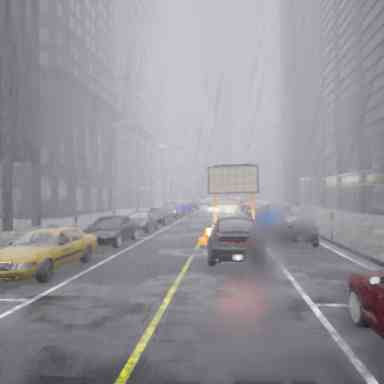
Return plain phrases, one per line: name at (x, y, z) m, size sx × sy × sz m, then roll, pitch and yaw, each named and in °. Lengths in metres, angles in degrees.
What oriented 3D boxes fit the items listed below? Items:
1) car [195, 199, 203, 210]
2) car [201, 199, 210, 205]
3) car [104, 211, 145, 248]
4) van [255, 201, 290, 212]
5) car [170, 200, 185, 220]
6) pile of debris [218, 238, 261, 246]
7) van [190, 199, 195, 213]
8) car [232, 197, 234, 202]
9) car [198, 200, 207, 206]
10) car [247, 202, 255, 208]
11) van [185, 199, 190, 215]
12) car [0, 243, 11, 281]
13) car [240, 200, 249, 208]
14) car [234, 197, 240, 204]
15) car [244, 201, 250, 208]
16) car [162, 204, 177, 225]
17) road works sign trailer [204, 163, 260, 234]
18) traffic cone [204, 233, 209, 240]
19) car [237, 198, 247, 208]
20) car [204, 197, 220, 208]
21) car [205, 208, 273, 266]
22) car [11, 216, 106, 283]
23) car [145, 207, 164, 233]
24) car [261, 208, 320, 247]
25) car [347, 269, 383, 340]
car at (0.164, 2.012, 55.425) m, size 2.192 × 1.841 × 5.009 m, roll -1°, pitch -1°, yaw 6°
car at (3.662, 2.660, 89.059) m, size 1.947 × 1.339 × 4.313 m, roll -1°, pitch -1°, yaw 6°
car at (-3.906, 1.828, 16.180) m, size 1.947 × 1.339 × 4.313 m, roll -1°, pitch -1°, yaw 6°
van at (5.152, 1.512, 20.927) m, size 1.690 × 1.788 × 3.998 m, roll -1°, pitch -1°, yaw 6°
car at (-2.162, 1.885, 33.000) m, size 1.967 × 1.590 × 4.097 m, roll -1°, pitch -1°, yaw 6°
pile of debris at (2.146, 2.319, 15.498) m, size 1.860 × 0.140 × 1.500 m, roll -1°, pitch -1°, yaw 3°
van at (-1.000, 1.911, 44.213) m, size 1.690 × 1.788 × 3.998 m, roll -1°, pitch -1°, yaw 6°
car at (11.576, 2.403, 82.757) m, size 1.752 × 1.417 × 4.829 m, roll -1°, pitch -1°, yaw 6°
car at (2.497, 2.504, 77.847) m, size 1.887 × 1.381 × 4.507 m, roll -1°, pitch -1°, yaw 6°
car at (5.738, 1.782, 26.530) m, size 2.008 × 1.369 × 4.403 m, roll -1°, pitch -1°, yaw 6°
van at (-1.582, 1.848, 38.608) m, size 1.690 × 1.788 × 3.998 m, roll -1°, pitch -1°, yaw 6°
car at (-5.069, 1.711, 4.968) m, size 1.947 × 1.339 × 4.313 m, roll -1°, pitch -1°, yaw 6°
car at (6.902, 1.906, 37.742) m, size 2.008 × 1.369 × 4.403 m, roll -1°, pitch -1°, yaw 6°
car at (9.226, 1.925, 60.167) m, size 2.192 × 1.841 × 5.009 m, roll -1°, pitch -1°, yaw 6°
car at (6.321, 1.875, 32.136) m, size 1.802 × 1.307 × 4.206 m, roll -1°, pitch -1°, yaw 6°
car at (-2.742, 1.949, 27.392) m, size 1.947 × 1.339 × 4.313 m, roll -1°, pitch -1°, yaw 6°
road works sign trailer at (1.997, 0.478, 15.831) m, size 2.380 × 3.560 × 2.880 m, roll -1°, pitch -1°, yaw 14°
traffic cone at (0.529, 2.253, 15.494) m, size 0.340 × 0.340 × 0.580 m, roll -1°, pitch -1°, yaw 9°
car at (8.066, 2.026, 48.953) m, size 1.887 × 1.381 × 4.507 m, roll -1°, pitch -1°, yaw 6°
car at (3.955, 2.254, 65.132) m, size 2.128 × 1.511 × 4.902 m, roll -1°, pitch -1°, yaw 6°
car at (1.543, 1.605, 11.975) m, size 1.837 × 1.490 × 4.892 m, roll -1°, pitch 1°, yaw 5°
car at (-4.506, 1.727, 10.405) m, size 1.752 × 1.417 × 4.829 m, roll -1°, pitch -1°, yaw 6°
car at (-3.323, 1.904, 21.786) m, size 1.802 × 1.307 × 4.206 m, roll -1°, pitch -1°, yaw 6°
car at (4.574, 1.662, 15.318) m, size 2.008 × 1.369 × 4.403 m, roll -1°, pitch -1°, yaw 6°
car at (3.410, 1.538, 4.107) m, size 1.887 × 1.381 × 4.507 m, roll -1°, pitch -1°, yaw 6°
